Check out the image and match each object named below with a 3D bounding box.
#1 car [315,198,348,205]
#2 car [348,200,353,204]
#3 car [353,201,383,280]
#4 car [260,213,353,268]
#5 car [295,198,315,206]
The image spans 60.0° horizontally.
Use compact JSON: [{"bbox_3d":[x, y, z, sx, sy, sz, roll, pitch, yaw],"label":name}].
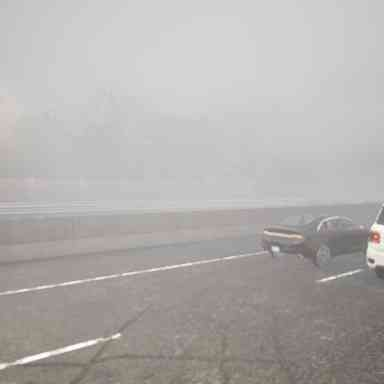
[{"bbox_3d":[16.509,1.530,37.157,5.357,1.411,2.033,0,0,-36],"label":"car"},{"bbox_3d":[18.518,1.570,34.291,4.718,1.301,1.895,0,0,-36],"label":"car"},{"bbox_3d":[6.721,1.194,8.547,5.566,2.045,2.150,0,0,-36],"label":"car"},{"bbox_3d":[4.439,1.464,11.214,4.902,1.511,2.128,0,0,-36],"label":"car"},{"bbox_3d":[14.379,1.423,39.938,4.902,1.511,2.128,0,0,-35],"label":"car"}]
